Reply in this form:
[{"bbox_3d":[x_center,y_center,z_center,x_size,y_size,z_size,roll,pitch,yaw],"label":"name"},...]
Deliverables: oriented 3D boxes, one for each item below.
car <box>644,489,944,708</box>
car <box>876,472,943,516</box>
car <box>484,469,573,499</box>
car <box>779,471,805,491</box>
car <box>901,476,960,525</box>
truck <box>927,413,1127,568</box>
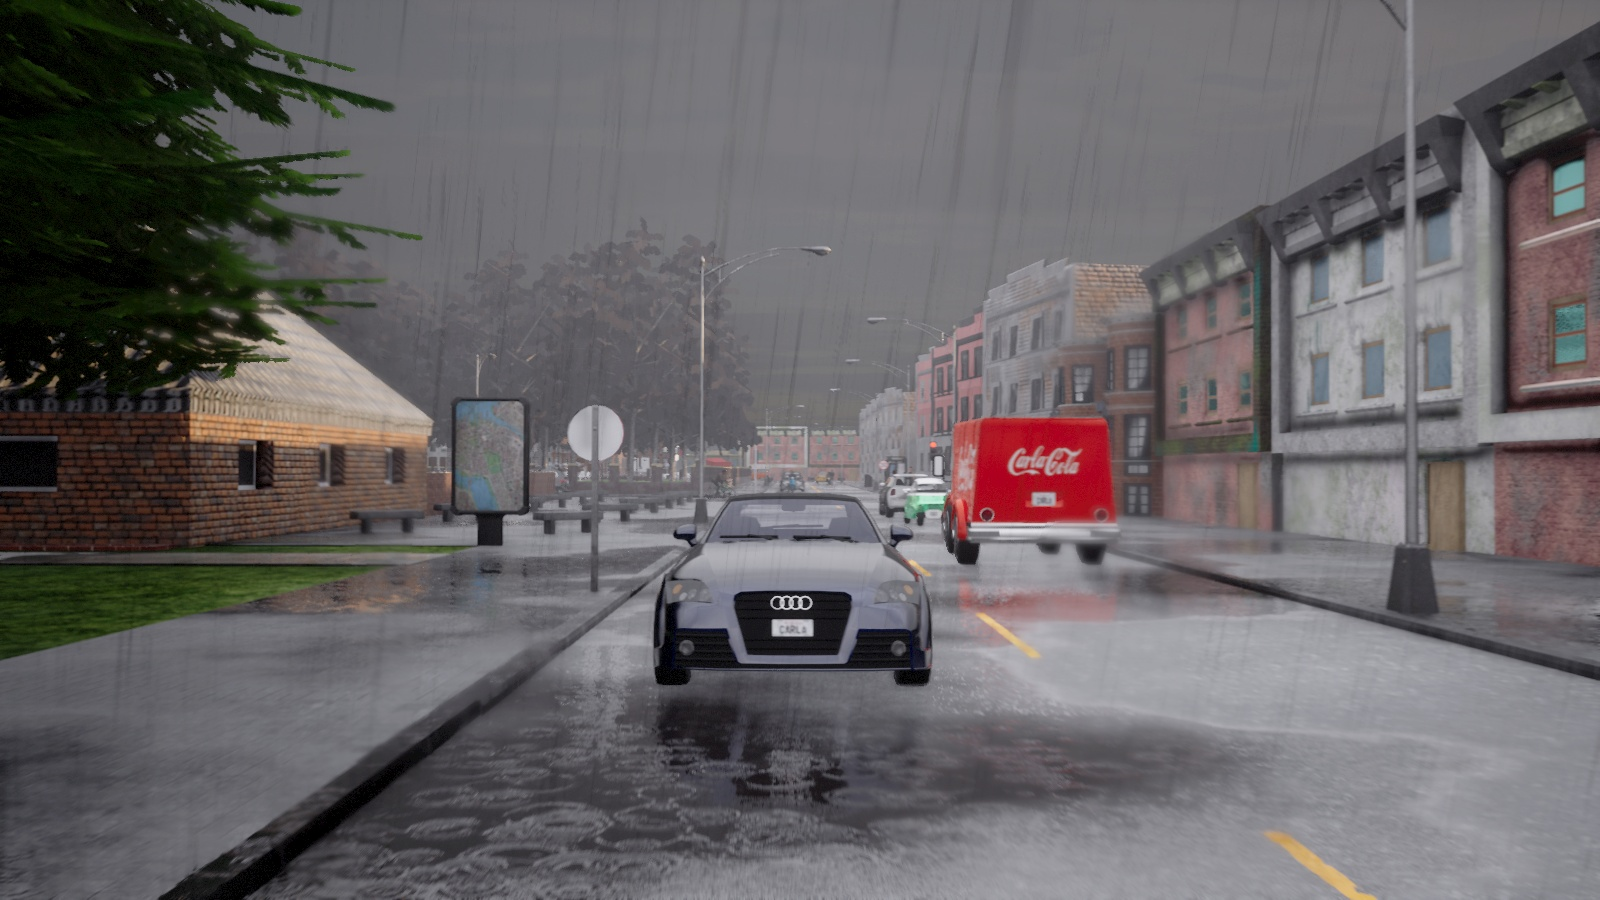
[{"bbox_3d":[-0.052,1.054,10.462,1.994,1.385,4.181,0,-1,0],"label":"car"},{"bbox_3d":[3.775,1.496,43.749,1.970,1.475,3.806,0,-1,0],"label":"car"},{"bbox_3d":[-15.441,1.925,71.568,4.611,1.667,2.242,0,-1,-2],"label":"car"},{"bbox_3d":[-0.625,2.400,97.711,2.007,1.525,4.514,0,-1,0],"label":"car"},{"bbox_3d":[3.816,1.472,37.014,1.481,1.376,2.207,0,-1,0],"label":"car"},{"bbox_3d":[3.885,0.690,22.647,2.627,2.467,5.204,0,-1,0],"label":"truck"}]
